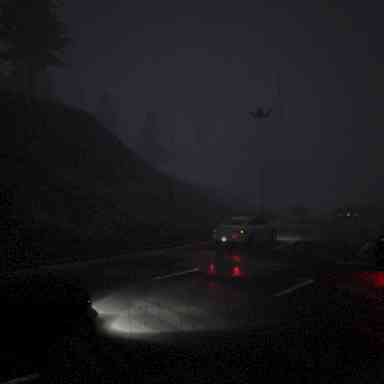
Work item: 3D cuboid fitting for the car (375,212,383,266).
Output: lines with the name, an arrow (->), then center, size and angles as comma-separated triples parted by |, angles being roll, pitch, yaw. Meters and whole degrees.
car -> 7.663, 1.669, 11.591 | 2.128, 1.511, 4.902 | -2, -2, 36

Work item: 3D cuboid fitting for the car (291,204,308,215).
car -> 15.316, 2.484, 47.560 | 2.128, 1.511, 4.902 | -1, -2, 11

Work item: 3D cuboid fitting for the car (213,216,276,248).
car -> 2.764, 1.938, 17.016 | 1.812, 1.442, 4.674 | -1, -1, 35

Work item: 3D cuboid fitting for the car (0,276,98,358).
car -> -4.173, 1.759, 4.598 | 5.357, 1.411, 2.033 | 0, -2, -38

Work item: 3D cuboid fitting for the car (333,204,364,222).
car -> 14.969, 2.146, 32.538 | 2.033, 1.411, 5.357 | -1, -2, 18

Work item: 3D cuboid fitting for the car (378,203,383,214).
car -> 25.500, 2.262, 45.047 | 1.812, 1.442, 4.674 | -1, -1, 12

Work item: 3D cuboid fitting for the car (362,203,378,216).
car -> 21.171, 2.205, 41.676 | 1.882, 1.535, 5.008 | -1, -1, 13
